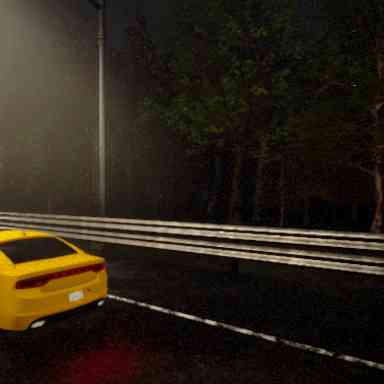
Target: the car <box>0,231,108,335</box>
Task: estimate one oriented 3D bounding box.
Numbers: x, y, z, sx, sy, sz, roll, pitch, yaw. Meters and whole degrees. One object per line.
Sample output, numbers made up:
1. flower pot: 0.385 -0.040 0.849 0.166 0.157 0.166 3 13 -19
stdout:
1. car: -3.867 1.534 6.777 5.008 1.535 1.882 -1 0 36
